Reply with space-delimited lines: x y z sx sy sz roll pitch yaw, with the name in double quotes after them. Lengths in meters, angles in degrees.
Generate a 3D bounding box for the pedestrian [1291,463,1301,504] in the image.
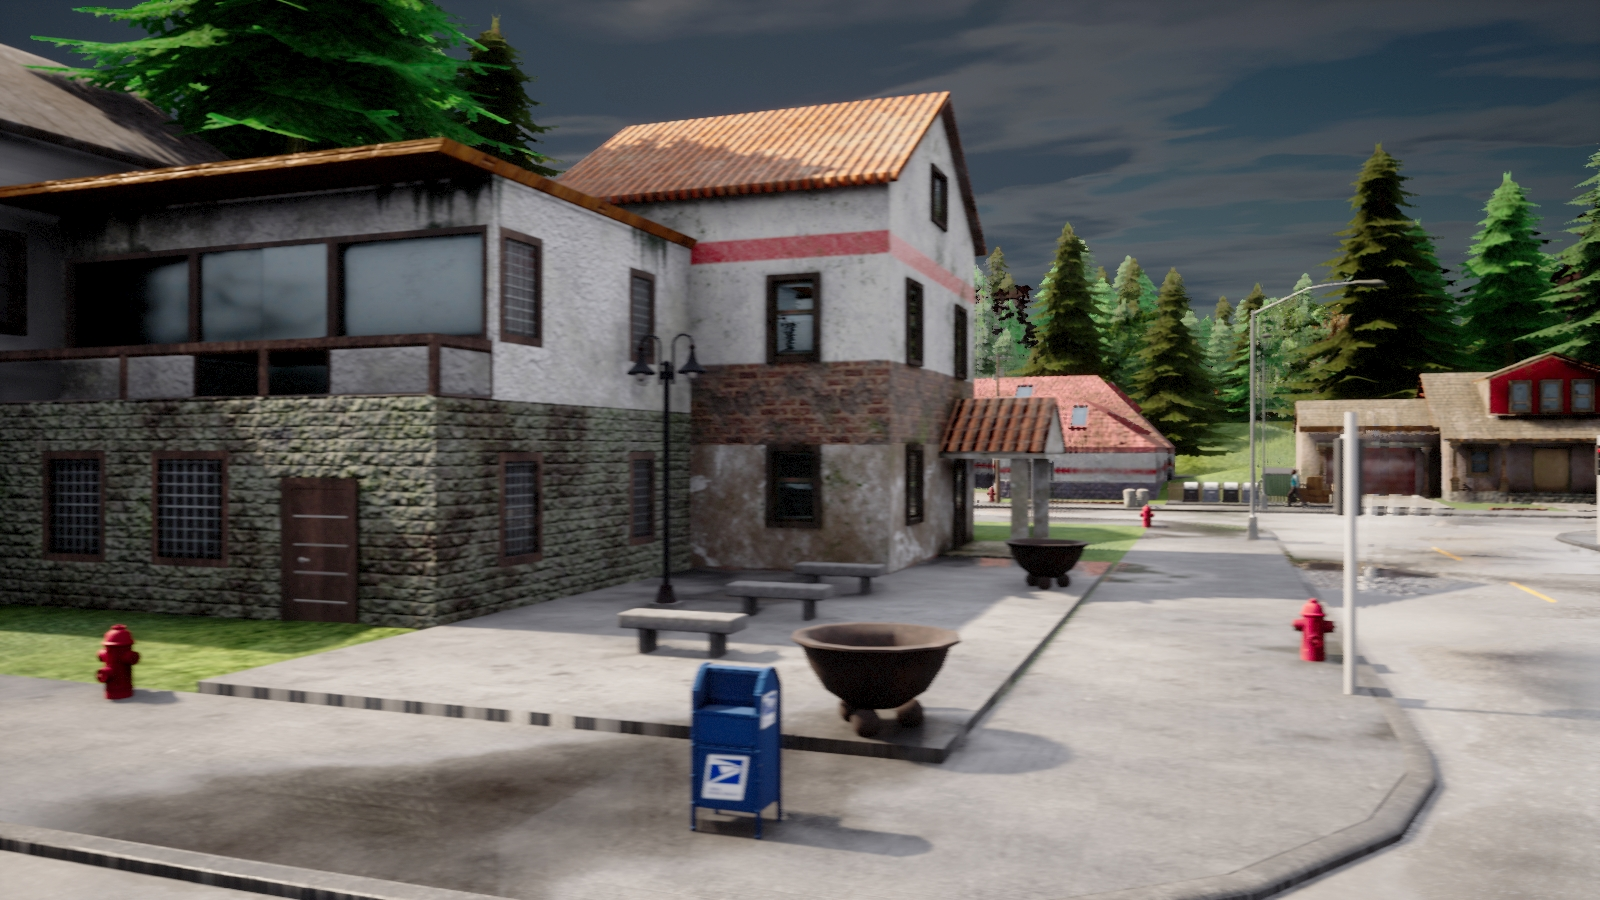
22.788 1.524 52.504 0.375 1.860 0.375 0 0 20 "pedestrian"
